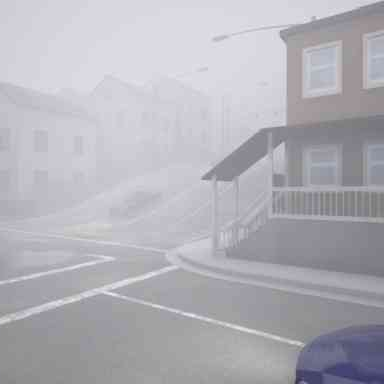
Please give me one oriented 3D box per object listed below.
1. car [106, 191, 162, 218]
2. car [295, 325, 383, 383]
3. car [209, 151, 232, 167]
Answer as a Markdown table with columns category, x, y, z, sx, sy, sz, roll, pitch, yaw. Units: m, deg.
| category | x | y | z | sx | sy | sz | roll | pitch | yaw |
| --- | --- | --- | --- | --- | --- | --- | --- | --- | --- |
| car | -4.405 | 0.824 | 25.645 | 1.895 | 1.301 | 4.718 | 0 | 17 | 34 |
| car | 2.949 | 1.526 | 1.860 | 4.674 | 1.442 | 1.812 | 0 | 0 | 36 |
| car | 3.710 | -3.765 | 37.394 | 1.812 | 1.442 | 4.674 | 0 | 12 | 35 |
